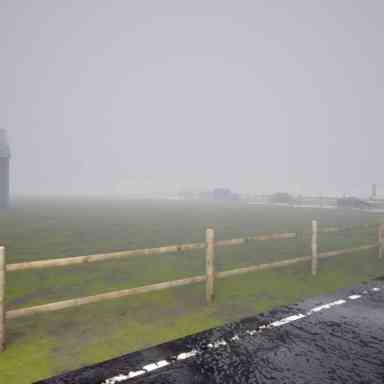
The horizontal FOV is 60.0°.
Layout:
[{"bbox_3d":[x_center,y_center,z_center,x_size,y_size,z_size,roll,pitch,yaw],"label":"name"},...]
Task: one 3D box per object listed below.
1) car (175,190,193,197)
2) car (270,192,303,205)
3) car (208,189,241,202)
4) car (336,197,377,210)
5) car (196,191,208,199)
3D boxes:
[{"bbox_3d":[-1.772,0.362,71.827,1.837,1.490,4.892,0,1,-36],"label":"car"},{"bbox_3d":[12.829,0.830,45.173,2.097,1.767,4.553,0,1,-35],"label":"car"},{"bbox_3d":[5.693,0.475,55.190,2.150,2.045,5.566,0,1,-35],"label":"car"},{"bbox_3d":[18.400,1.216,37.358,1.994,1.385,4.181,0,1,-35],"label":"car"},{"bbox_3d":[2.793,0.597,65.485,1.837,1.490,4.892,0,1,-35],"label":"car"}]
